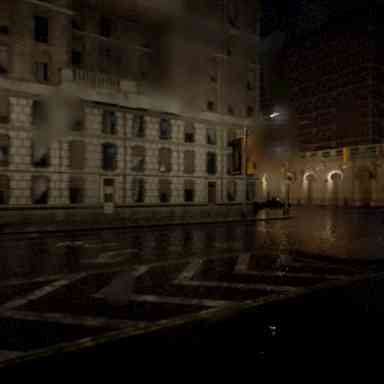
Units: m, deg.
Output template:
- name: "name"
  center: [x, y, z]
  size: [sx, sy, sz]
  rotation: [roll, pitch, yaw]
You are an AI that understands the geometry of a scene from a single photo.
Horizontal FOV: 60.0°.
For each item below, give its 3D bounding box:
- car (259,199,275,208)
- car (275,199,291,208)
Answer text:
- name: "car"
  center: [9.646, 1.756, 50.135]
  size: [1.895, 1.301, 4.718]
  rotation: [0, 0, -33]
- name: "car"
  center: [13.174, 1.736, 51.141]
  size: [1.994, 1.385, 4.181]
  rotation: [0, 0, -33]
